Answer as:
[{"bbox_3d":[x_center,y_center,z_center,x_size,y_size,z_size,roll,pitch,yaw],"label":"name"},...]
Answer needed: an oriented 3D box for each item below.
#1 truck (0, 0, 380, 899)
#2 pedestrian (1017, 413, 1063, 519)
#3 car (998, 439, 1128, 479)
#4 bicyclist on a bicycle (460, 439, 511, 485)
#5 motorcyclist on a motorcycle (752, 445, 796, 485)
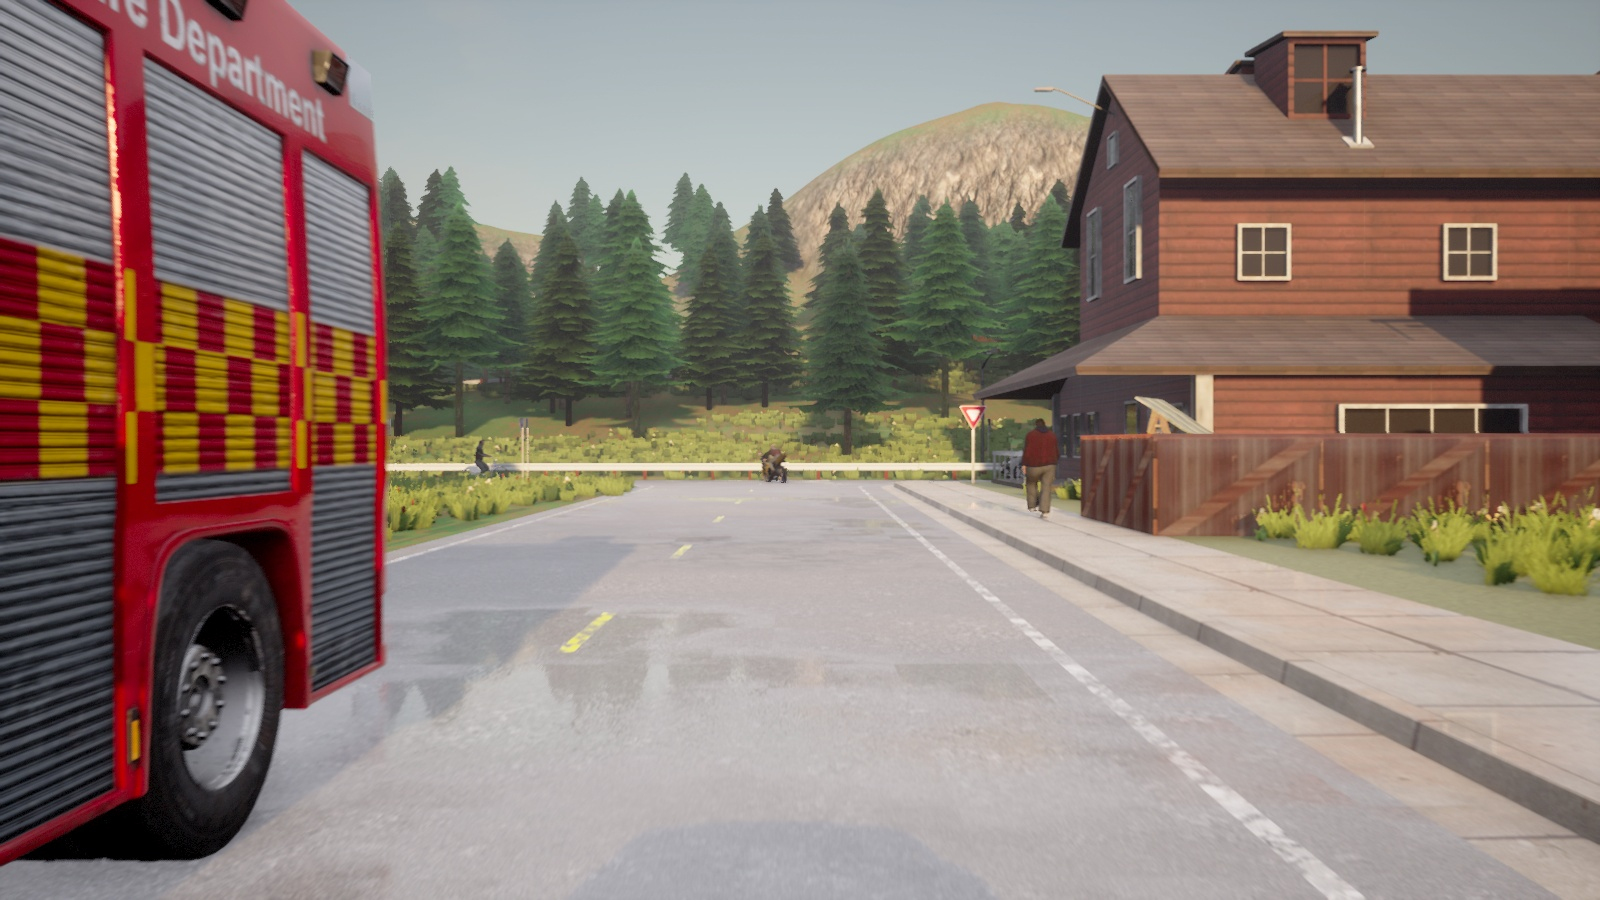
[{"bbox_3d":[-3.474,-0.430,1.766,2.891,3.827,8.468,0,0,0],"label":"truck"},{"bbox_3d":[4.249,0.280,22.259,0.634,1.844,0.899,0,0,0],"label":"pedestrian"},{"bbox_3d":[10.970,0.377,52.685,5.027,1.651,2.152,0,0,0],"label":"car"},{"bbox_3d":[-12.330,0.469,49.280,1.843,1.776,0.659,0,0,1],"label":"bicyclist on a bicycle"},{"bbox_3d":[-1.038,0.572,48.983,0.866,1.530,2.191,-1,0,-26],"label":"motorcyclist on a motorcycle"}]
